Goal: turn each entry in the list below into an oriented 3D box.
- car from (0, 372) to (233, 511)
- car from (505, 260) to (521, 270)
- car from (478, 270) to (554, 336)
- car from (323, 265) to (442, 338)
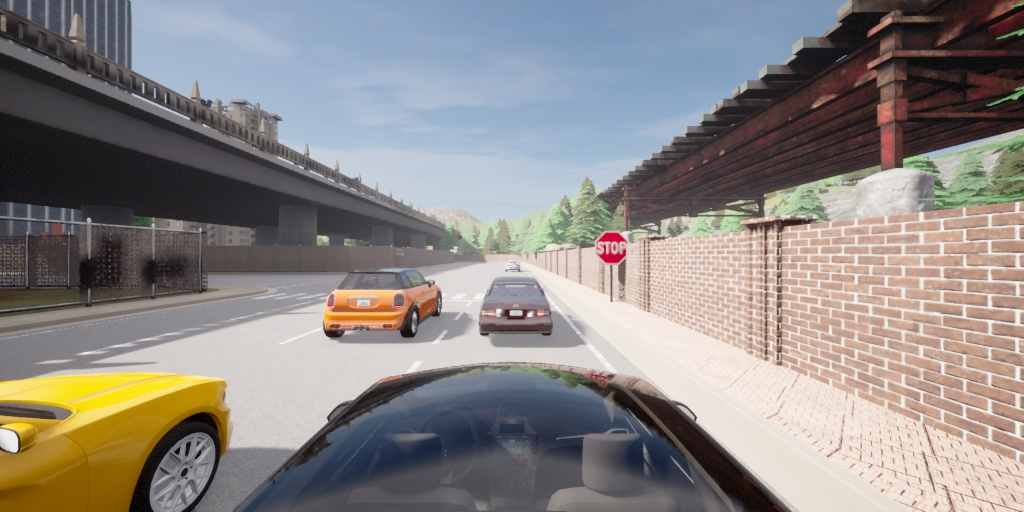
[{"bbox_3d":[-3.398,1.228,1.114,1.882,1.535,5.008,0,0,0],"label":"car"},{"bbox_3d":[0.125,1.276,46.264,1.812,1.442,4.674,0,0,-1],"label":"car"},{"bbox_3d":[0.090,1.297,10.390,2.033,1.411,5.357,0,0,0],"label":"car"},{"bbox_3d":[-3.411,1.102,10.371,2.097,1.767,4.553,0,0,0],"label":"car"}]
